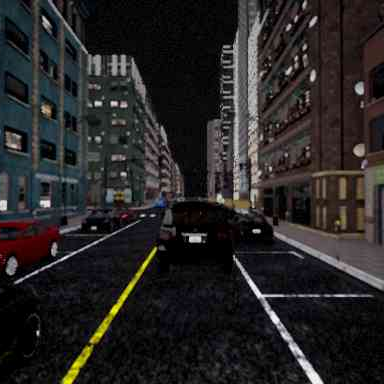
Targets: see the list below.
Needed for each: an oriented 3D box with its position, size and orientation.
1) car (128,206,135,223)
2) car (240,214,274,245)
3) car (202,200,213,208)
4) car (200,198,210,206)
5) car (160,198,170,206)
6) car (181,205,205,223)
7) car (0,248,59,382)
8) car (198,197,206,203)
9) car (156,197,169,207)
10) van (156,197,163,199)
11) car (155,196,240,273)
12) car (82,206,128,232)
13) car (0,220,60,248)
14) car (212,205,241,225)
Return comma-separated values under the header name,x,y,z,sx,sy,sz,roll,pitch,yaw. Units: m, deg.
name,x,y,z,sx,sy,sz,roll,pitch,yaw
car,-5.690,1.787,27.007,1.802,1.307,4.206,0,0,0
car,2.694,1.687,15.950,1.947,1.339,4.313,0,0,0
car,2.685,2.047,59.401,1.802,1.307,4.206,0,0,0
car,2.683,1.996,70.458,1.967,1.590,4.097,0,0,0
car,-5.698,2.100,70.457,1.887,1.381,4.507,0,0,0
car,0.085,1.822,28.991,1.895,1.301,4.718,0,0,0
car,-3.101,1.588,3.114,1.994,1.385,4.181,0,0,0
car,2.679,2.136,87.040,1.967,1.590,4.097,0,-1,0
car,-5.696,1.825,64.931,2.192,1.841,5.009,0,0,0
van,-5.695,1.806,59.403,1.690,1.788,3.998,0,0,0
car,0.088,1.308,11.155,2.150,2.045,5.566,0,0,0
car,-5.688,1.729,21.484,1.947,1.339,4.313,0,0,0
car,-5.686,1.624,10.438,1.887,1.381,4.507,0,0,0
car,2.692,1.771,26.997,1.947,1.339,4.313,0,0,0
